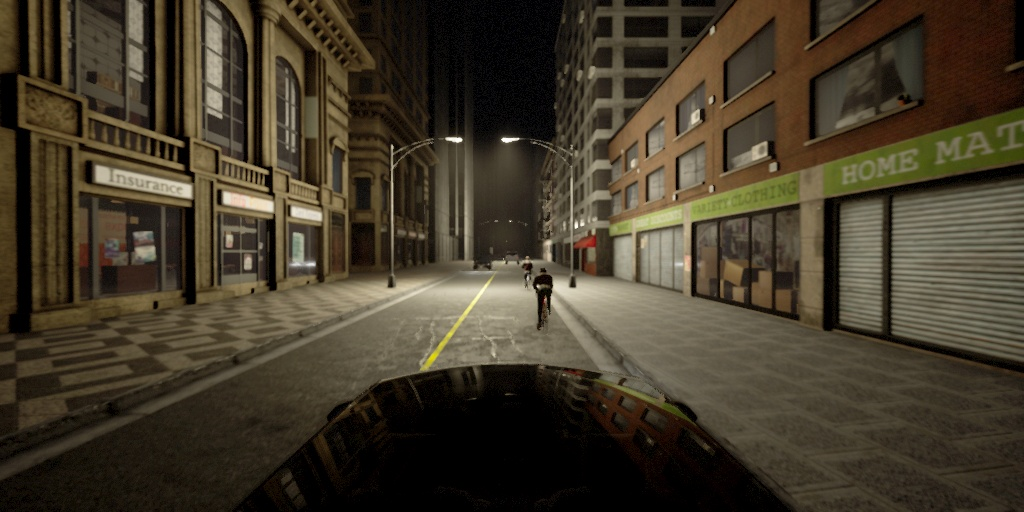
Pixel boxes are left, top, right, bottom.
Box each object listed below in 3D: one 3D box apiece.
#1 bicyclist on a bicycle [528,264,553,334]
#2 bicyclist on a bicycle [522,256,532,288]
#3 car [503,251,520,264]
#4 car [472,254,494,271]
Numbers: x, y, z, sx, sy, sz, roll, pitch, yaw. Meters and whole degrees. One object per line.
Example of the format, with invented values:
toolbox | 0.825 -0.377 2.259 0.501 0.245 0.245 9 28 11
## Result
bicyclist on a bicycle | 0.819 1.105 9.273 0.582 1.620 1.656 0 0 0
bicyclist on a bicycle | 0.811 0.897 18.878 0.659 1.776 1.843 0 1 0
car | 0.050 0.239 58.845 2.150 2.045 5.566 0 1 0
car | -3.121 0.798 38.515 1.812 1.442 4.674 0 1 0
